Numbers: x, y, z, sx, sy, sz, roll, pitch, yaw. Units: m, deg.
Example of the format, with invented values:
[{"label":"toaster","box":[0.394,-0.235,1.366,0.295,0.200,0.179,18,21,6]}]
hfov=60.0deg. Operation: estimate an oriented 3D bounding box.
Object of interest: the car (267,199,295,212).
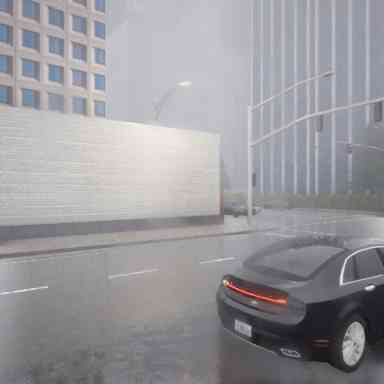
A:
[{"label":"car","box":[10.267,1.547,40.795,2.128,1.511,4.902,0,0,-37]}]

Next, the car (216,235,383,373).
[{"label":"car","box":[2.640,1.505,5.680,4.892,1.490,1.837,0,0,-35]}]

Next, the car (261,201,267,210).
[{"label":"car","box":[5.157,1.547,35.390,2.128,1.511,4.902,0,0,-36]}]

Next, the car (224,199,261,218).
[{"label":"car","box":[3.593,1.603,31.559,2.033,1.411,5.357,0,0,-36]}]
